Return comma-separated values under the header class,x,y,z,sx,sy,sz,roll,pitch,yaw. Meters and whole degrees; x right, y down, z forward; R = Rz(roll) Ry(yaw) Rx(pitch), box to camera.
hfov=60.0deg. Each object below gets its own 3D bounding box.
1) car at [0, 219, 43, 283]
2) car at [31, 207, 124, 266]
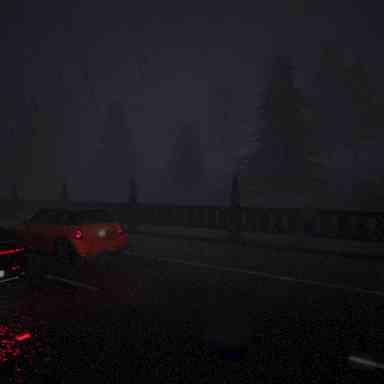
class,x,y,z,sx,sy,sz,roll,pitch,yaw
car,-5.993,1.444,8.267,4.892,1.490,1.837,0,0,35
car,-4.508,1.287,11.508,4.553,1.767,2.097,0,0,36
